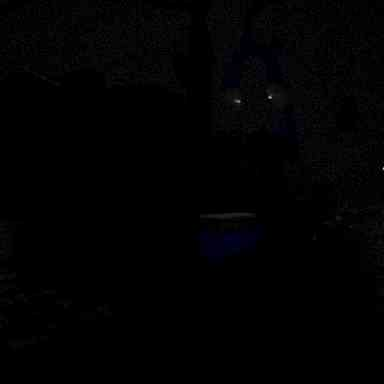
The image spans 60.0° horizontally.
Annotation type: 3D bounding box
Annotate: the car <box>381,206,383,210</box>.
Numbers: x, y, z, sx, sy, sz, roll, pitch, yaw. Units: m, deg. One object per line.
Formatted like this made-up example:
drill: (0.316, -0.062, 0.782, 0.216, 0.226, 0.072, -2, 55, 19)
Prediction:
car: (34.037, 3.357, 62.372, 1.887, 1.381, 4.507, 1, -1, 33)

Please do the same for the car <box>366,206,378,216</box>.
car: (28.085, 3.100, 53.349, 1.947, 1.339, 4.313, 1, -1, 33)

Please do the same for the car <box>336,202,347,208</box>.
car: (21.104, 2.452, 47.512, 2.150, 2.045, 5.566, 2, 0, 33)

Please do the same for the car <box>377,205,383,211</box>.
car: (45.941, 3.928, 80.418, 1.887, 1.381, 4.507, 1, -1, 33)

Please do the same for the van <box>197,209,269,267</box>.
van: (1.305, 1.691, 12.746, 1.690, 1.788, 3.998, 1, -1, 33)

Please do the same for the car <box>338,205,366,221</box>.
car: (19.157, 2.674, 39.814, 1.887, 1.381, 4.507, 1, -1, 33)

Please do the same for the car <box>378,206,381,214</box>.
car: (31.061, 3.224, 57.860, 2.008, 1.369, 4.403, 1, -1, 33)

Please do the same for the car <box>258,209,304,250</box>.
car: (4.282, 1.792, 17.258, 2.192, 1.841, 5.009, 1, -1, 33)

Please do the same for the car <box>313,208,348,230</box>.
car: (11.595, 2.320, 28.126, 1.812, 1.442, 4.674, 2, 0, 33)
